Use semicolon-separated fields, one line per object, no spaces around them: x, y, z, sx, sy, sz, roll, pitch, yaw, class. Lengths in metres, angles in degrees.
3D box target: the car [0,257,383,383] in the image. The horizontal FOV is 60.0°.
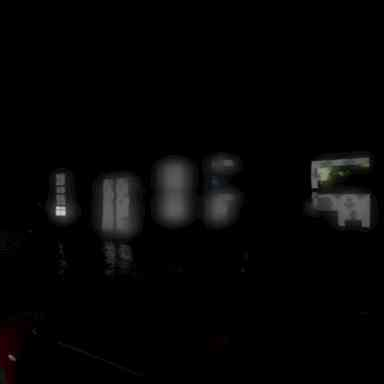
-0.363;1.459;3.137;4.097;1.590;1.967;-1;-1;35;car
